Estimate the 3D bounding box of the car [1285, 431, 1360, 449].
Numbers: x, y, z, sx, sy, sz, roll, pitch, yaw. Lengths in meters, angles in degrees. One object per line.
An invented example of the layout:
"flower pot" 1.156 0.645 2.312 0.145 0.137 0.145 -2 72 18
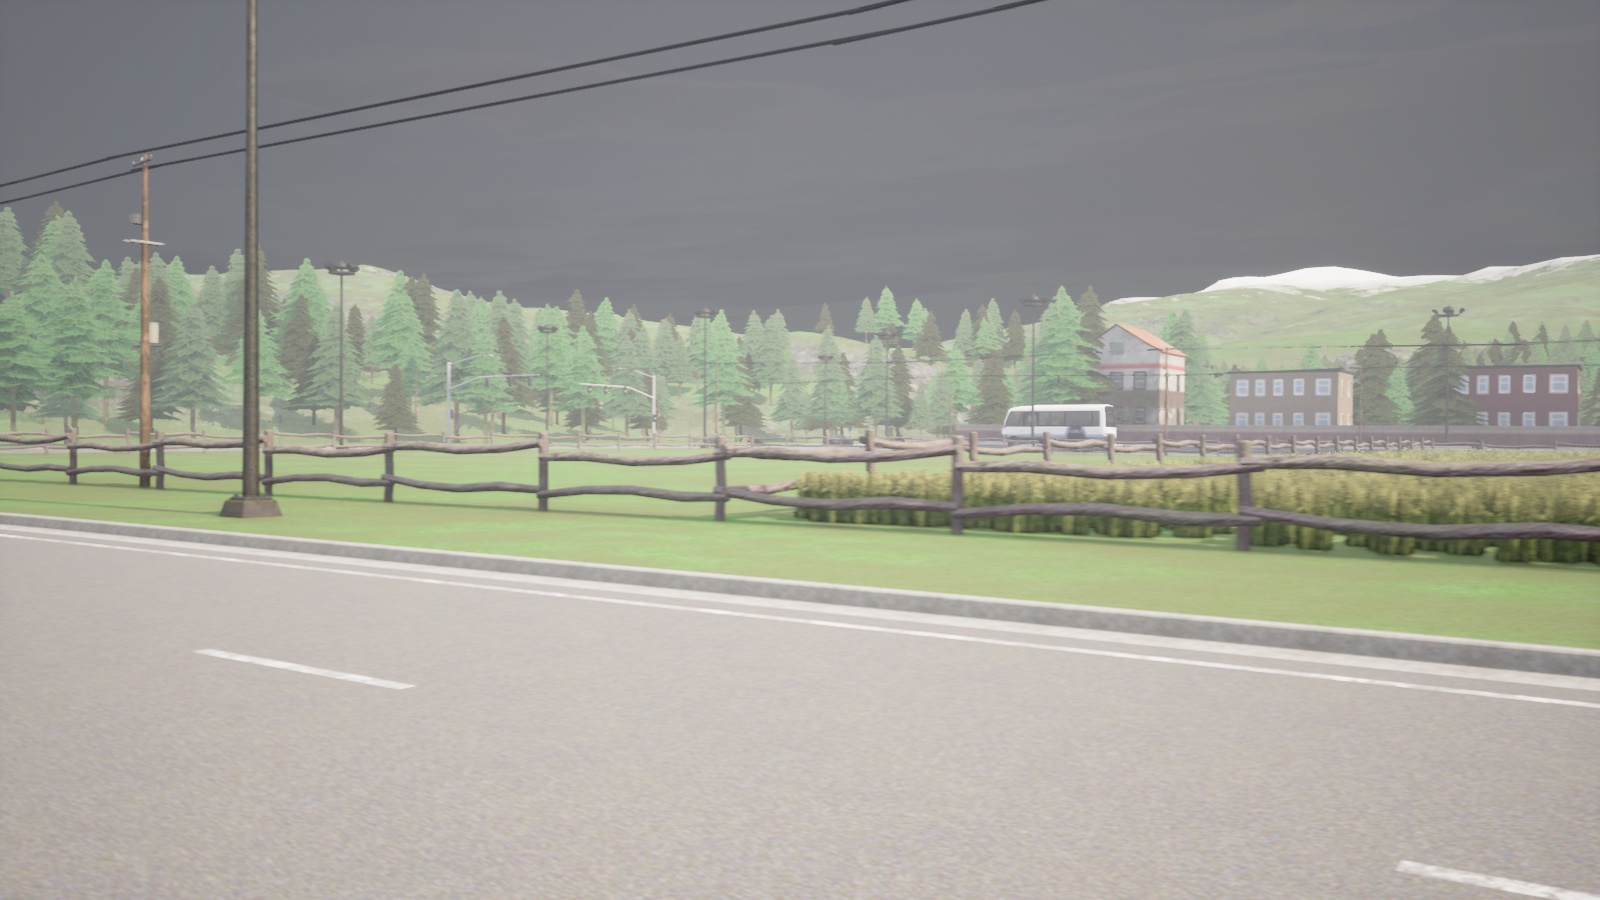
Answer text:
"car" 37.628 -0.719 90.533 4.718 1.301 1.895 0 1 34
